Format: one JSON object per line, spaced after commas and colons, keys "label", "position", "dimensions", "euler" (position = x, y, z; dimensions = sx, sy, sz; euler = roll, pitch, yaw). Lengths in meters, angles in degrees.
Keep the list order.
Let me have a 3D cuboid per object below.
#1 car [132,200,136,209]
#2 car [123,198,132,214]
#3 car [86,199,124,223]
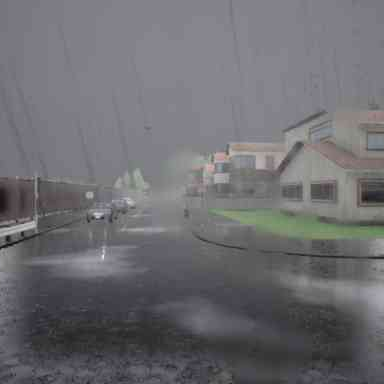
{"label": "car", "position": [-8.830, 1.545, 45.305], "dimensions": [1.812, 1.442, 4.674], "euler": [0, 0, -5]}
{"label": "car", "position": [-7.847, 1.520, 35.390], "dimensions": [1.837, 1.490, 4.892], "euler": [0, 0, -5]}
{"label": "car", "position": [-6.914, 1.502, 26.017], "dimensions": [2.128, 1.511, 4.902], "euler": [0, 0, -6]}
